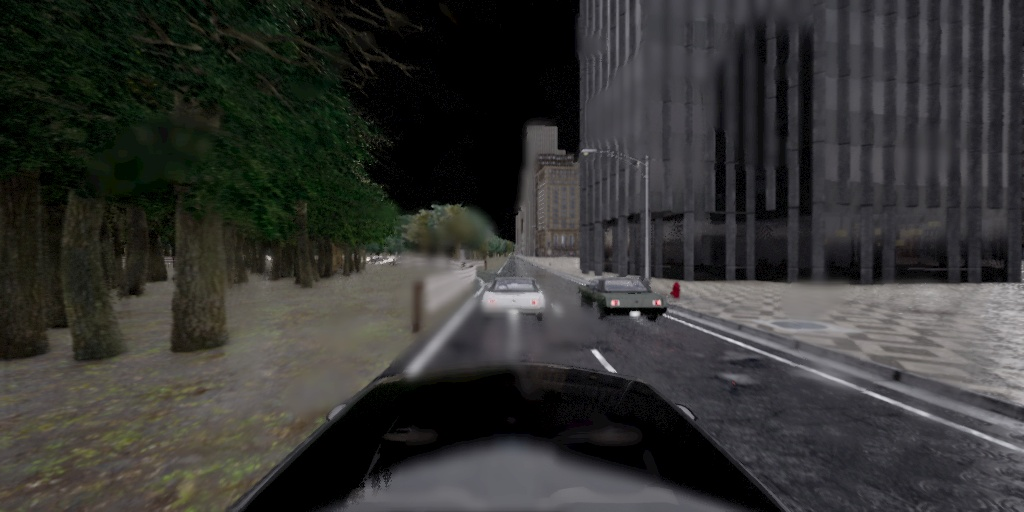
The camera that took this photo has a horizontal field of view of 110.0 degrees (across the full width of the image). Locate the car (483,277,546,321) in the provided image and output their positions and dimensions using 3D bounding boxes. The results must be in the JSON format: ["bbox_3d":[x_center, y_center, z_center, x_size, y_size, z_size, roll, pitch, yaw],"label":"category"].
[{"bbox_3d":[0.091,1.396,12.662,1.895,1.301,4.718,0,0,0],"label":"car"}]

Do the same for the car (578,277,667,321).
[{"bbox_3d":[3.579,1.396,12.605,1.895,1.301,4.718,0,0,0],"label":"car"}]
